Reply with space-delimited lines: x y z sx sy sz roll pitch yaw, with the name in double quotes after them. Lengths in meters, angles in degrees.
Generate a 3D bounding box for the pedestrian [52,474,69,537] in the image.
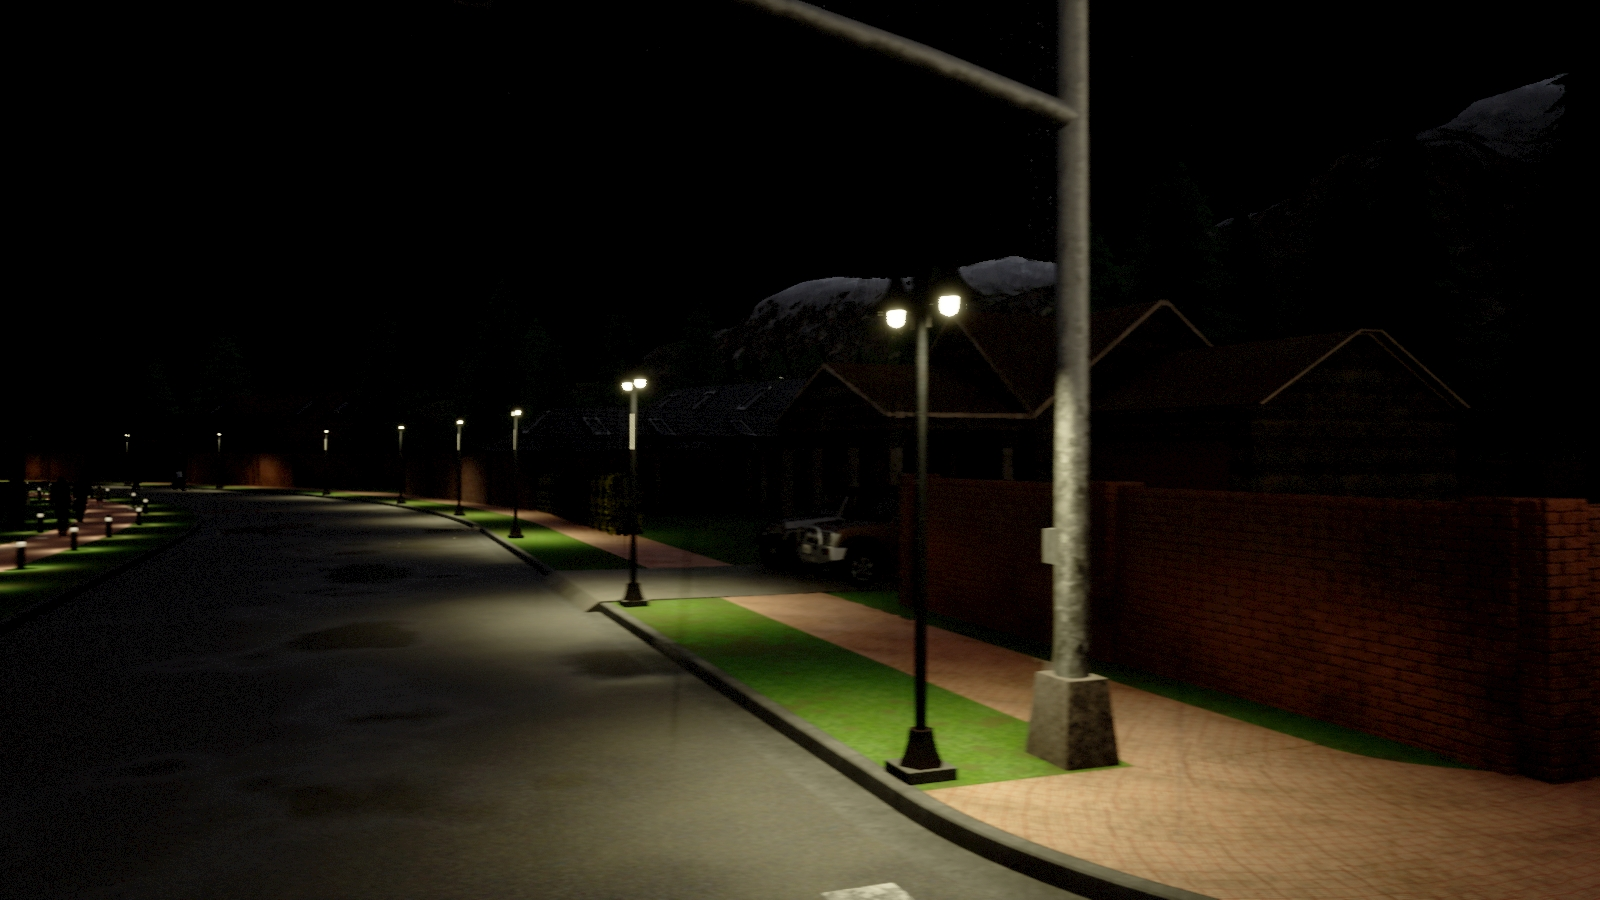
-22.144 1.662 34.216 0.375 1.860 0.375 0 0 -28 "pedestrian"

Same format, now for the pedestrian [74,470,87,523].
-25.697 1.659 40.813 0.375 1.860 0.375 0 0 -29 "pedestrian"
